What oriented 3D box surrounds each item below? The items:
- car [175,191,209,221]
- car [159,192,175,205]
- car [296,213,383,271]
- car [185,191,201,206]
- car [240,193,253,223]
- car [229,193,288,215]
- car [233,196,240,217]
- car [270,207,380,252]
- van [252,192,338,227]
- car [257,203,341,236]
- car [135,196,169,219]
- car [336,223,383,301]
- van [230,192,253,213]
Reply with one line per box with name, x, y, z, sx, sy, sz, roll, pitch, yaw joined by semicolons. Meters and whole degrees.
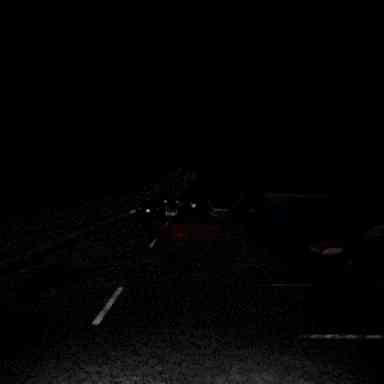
car;0.112;0.947;24.707;2.150;2.045;5.566;0;1;0
car;-3.129;0.809;41.786;1.837;1.490;4.892;0;2;0
car;5.546;1.453;9.035;4.674;1.452;2.002;0;0;0
car;0.123;0.769;42.147;1.882;1.535;5.008;0;2;0
car;5.517;1.153;20.180;4.553;1.767;2.185;0;1;0
car;5.583;1.009;28.317;4.553;1.767;2.185;0;1;0
car;5.544;1.237;22.809;4.892;1.521;2.231;0;1;0
car;5.515;1.415;11.793;4.792;1.488;2.163;0;1;0
van;5.664;1.093;17.295;4.442;1.987;1.878;0;1;0
car;5.576;1.382;14.545;4.792;1.488;2.163;0;1;0
car;-3.138;1.269;25.686;1.994;1.385;4.181;0;1;0
car;5.539;1.477;6.281;4.674;1.452;2.002;0;1;0
van;5.435;0.963;25.563;4.442;1.987;1.878;0;1;0
